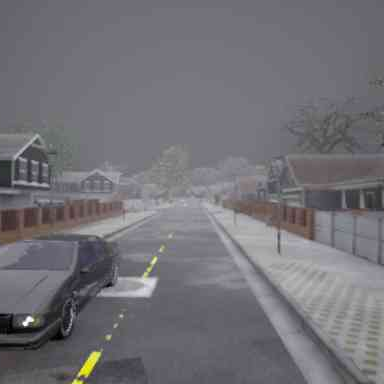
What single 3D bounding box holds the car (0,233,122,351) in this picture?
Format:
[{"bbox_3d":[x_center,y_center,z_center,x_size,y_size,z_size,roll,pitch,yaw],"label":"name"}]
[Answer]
[{"bbox_3d":[-2.808,1.613,6.876,2.033,1.411,5.357,0,-1,1],"label":"car"}]
